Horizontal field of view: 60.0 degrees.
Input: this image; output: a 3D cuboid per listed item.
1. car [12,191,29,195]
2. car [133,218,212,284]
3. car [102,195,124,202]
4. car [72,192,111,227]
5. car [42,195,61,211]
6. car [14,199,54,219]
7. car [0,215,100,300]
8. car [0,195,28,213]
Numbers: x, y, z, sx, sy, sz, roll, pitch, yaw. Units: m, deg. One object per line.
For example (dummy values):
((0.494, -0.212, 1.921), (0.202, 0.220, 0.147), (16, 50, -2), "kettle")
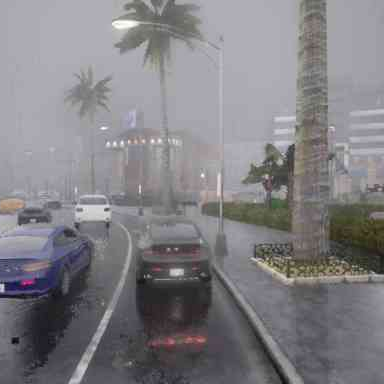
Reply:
((-37.893, 1.221, 71.704), (4.553, 1.767, 2.185), (0, 0, 21), "car")
((-0.632, 1.504, 9.664), (1.837, 1.490, 4.892), (0, 0, -7), "car")
((-18.150, 1.405, 76.319), (4.674, 1.452, 2.002), (0, 0, 21), "car")
((-6.802, 1.218, 22.468), (2.150, 2.045, 5.566), (0, 0, -20), "car")
((-17.021, 1.463, 38.791), (1.882, 1.535, 5.008), (0, 0, -43), "car")
((-10.702, 1.497, 22.807), (1.837, 1.490, 4.892), (0, 0, -21), "car")
((-3.676, 1.523, 8.155), (1.812, 1.442, 4.674), (0, 0, -6), "car")
((-19.960, 1.460, 36.818), (1.882, 1.535, 5.008), (0, 0, -44), "car")
